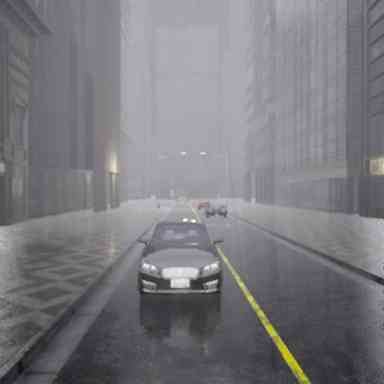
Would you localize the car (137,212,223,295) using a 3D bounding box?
[{"bbox_3d":[-0.302,1.522,8.931,2.128,1.511,4.902,0,0,-2],"label":"car"}]

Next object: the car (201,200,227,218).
[{"bbox_3d":[2.132,1.718,31.381,1.895,1.301,4.718,0,0,-1],"label":"car"}]

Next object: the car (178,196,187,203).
[{"bbox_3d":[-2.311,1.625,78.553,2.097,1.767,4.553,0,0,-2],"label":"car"}]

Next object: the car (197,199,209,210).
[{"bbox_3d":[1.727,1.692,45.345,1.812,1.442,4.674,0,0,-2],"label":"car"}]
